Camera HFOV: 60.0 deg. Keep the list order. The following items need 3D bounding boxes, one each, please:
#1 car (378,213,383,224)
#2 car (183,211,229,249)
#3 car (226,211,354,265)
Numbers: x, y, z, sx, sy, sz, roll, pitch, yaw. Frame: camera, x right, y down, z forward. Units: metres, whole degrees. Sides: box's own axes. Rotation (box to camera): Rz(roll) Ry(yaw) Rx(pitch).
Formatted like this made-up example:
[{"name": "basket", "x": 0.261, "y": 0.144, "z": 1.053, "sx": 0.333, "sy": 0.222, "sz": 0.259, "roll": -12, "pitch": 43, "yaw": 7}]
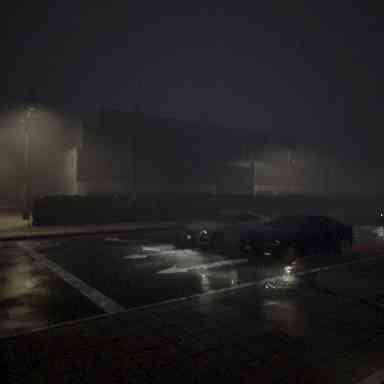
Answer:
[{"name": "car", "x": 15.883, "y": 1.750, "z": 24.688, "sx": 4.718, "sy": 1.301, "sz": 1.895, "roll": 0, "pitch": 0, "yaw": -34}, {"name": "car", "x": 1.795, "y": 1.580, "z": 14.963, "sx": 4.674, "sy": 1.442, "sz": 1.812, "roll": 0, "pitch": 0, "yaw": -35}, {"name": "car", "x": 3.866, "y": 1.533, "z": 12.138, "sx": 5.008, "sy": 1.535, "sz": 1.882, "roll": 0, "pitch": 0, "yaw": -35}]
